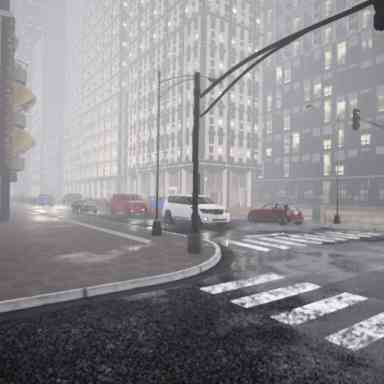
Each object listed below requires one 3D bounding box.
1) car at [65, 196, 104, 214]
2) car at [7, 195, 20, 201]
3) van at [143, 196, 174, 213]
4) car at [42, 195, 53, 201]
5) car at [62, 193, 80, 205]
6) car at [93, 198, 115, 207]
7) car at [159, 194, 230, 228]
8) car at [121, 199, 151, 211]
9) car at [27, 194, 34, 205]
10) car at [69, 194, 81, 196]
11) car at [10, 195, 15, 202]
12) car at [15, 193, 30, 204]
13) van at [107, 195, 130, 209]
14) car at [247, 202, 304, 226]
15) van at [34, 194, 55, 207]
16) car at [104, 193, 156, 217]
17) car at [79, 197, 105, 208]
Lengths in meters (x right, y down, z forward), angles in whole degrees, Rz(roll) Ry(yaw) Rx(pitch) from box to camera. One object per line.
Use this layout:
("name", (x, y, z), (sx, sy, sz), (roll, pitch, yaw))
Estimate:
("car", (-10.743, 1.423, 32.970), (2.008, 1.369, 4.403), (1, -1, -35))
("car", (-40.061, 1.374, 74.500), (2.008, 1.369, 4.403), (1, -1, -35))
("van", (-3.894, 1.374, 37.804), (1.690, 1.788, 3.998), (1, -1, -35))
("car", (-36.476, 1.563, 83.947), (1.802, 1.307, 4.206), (1, -1, -35))
("car", (-20.301, 1.175, 56.384), (2.150, 2.045, 5.566), (1, -1, -35))
("car", (-13.671, 1.579, 51.645), (1.947, 1.339, 4.313), (1, -1, -35))
("car", (0.092, 1.165, 22.121), (2.150, 2.045, 5.566), (1, -1, -35))
("car", (-7.155, 1.577, 42.416), (2.008, 1.369, 4.403), (1, -1, -35))
("car", (-23.774, 1.428, 51.427), (1.802, 1.307, 4.206), (1, -1, -35))
("car", (-13.054, 1.405, 40.768), (2.128, 1.511, 4.902), (1, -1, -35))
("car", (-36.804, 1.393, 69.886), (1.947, 1.339, 4.313), (1, -1, -35))
("car", (-30.285, 1.151, 60.659), (2.192, 1.841, 5.009), (1, -1, -35))
("van", (-10.409, 1.360, 47.033), (1.690, 1.788, 3.998), (1, -1, -35))
("car", (5.878, 1.497, 23.959), (1.967, 1.590, 4.097), (1, -1, -35))
("van", (-20.512, 1.193, 46.815), (1.690, 1.788, 3.998), (1, -1, -35))
("car", (-5.687, 1.151, 30.311), (2.150, 2.045, 5.566), (1, -1, -35))
("car", (-14.532, 1.456, 48.294), (2.128, 1.511, 4.902), (1, -1, -35))
